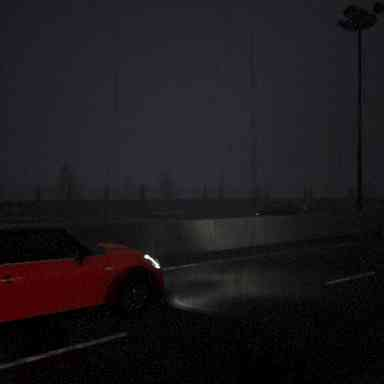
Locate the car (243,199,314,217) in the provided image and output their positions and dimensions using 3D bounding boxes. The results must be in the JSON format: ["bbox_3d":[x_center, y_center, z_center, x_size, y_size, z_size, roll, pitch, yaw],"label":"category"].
[{"bbox_3d":[5.826,1.479,23.484,4.902,1.511,2.128,0,0,-26],"label":"car"}]

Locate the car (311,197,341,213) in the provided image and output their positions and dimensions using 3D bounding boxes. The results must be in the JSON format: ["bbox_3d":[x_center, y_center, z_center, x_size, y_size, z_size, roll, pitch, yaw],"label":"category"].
[{"bbox_3d":[10.973,1.334,29.640,4.553,1.767,2.097,0,0,-22],"label":"car"}]

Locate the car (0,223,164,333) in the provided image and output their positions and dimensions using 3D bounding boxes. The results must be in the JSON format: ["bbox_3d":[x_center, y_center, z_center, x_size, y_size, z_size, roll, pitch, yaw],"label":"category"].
[{"bbox_3d":[-2.768,1.351,6.020,4.553,1.767,2.097,0,0,-35],"label":"car"}]
